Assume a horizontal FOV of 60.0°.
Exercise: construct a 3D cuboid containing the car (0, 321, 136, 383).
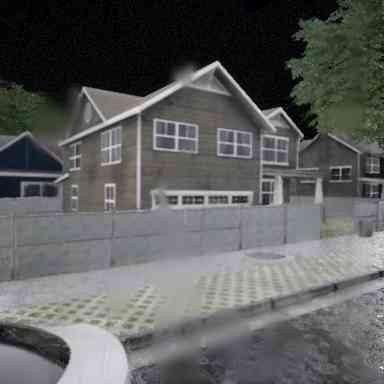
[{"bbox_3d":[-2.436,1.498,1.418,4.674,1.442,1.812,0,1,-35],"label":"car"}]
